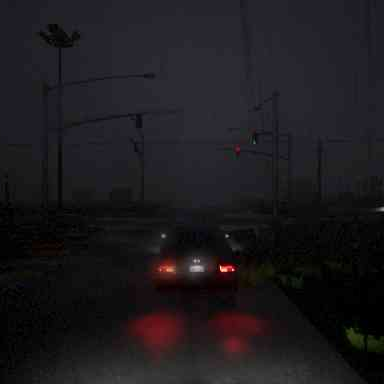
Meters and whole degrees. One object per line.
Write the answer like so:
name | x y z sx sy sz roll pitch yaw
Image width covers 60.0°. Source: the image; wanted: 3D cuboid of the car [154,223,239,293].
car | 0.090 1.547 8.996 2.033 1.411 5.357 0 0 0
